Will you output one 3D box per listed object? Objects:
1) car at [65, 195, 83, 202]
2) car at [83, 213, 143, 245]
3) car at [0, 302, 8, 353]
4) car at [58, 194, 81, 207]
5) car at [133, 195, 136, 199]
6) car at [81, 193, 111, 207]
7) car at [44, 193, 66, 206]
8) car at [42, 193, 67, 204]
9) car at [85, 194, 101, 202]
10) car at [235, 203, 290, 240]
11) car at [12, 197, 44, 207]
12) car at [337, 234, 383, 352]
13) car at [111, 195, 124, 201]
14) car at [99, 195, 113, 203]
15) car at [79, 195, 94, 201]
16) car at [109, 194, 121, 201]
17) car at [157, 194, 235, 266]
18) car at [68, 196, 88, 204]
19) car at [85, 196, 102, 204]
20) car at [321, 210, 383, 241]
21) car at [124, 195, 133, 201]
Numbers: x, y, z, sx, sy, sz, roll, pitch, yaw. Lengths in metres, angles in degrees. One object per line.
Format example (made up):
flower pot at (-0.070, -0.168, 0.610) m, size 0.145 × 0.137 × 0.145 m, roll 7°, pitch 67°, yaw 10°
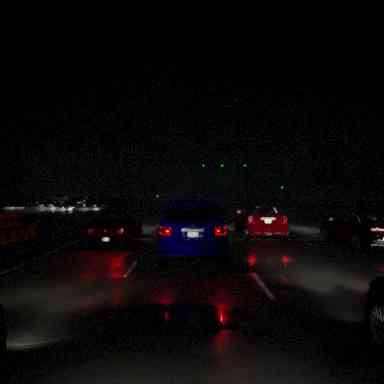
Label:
car at (-25.012, 1.433, 70.604) m, size 2.033 × 1.411 × 5.357 m, roll 0°, pitch 0°, yaw 0°
car at (-3.503, 1.615, 15.687) m, size 1.895 × 1.301 × 4.718 m, roll 0°, pitch 0°, yaw 0°
car at (-3.417, 1.358, 2.439) m, size 2.097 × 1.767 × 4.553 m, roll 0°, pitch 0°, yaw 0°
car at (-17.932, 1.429, 50.466) m, size 2.128 × 1.511 × 4.902 m, roll 0°, pitch 0°, yaw 0°
car at (-14.810, 1.348, 80.405) m, size 1.882 × 1.535 × 5.008 m, roll 0°, pitch 0°, yaw -3°
car at (-14.449, 1.159, 50.358) m, size 2.150 × 2.045 × 5.566 m, roll 0°, pitch 0°, yaw -1°
car at (-21.424, 1.155, 52.429) m, size 2.150 × 2.045 × 5.566 m, roll 0°, pitch 0°, yaw 0°
car at (-24.934, 1.137, 60.489) m, size 2.150 × 2.045 × 5.566 m, roll 0°, pitch 0°, yaw 0°
car at (-21.524, 1.244, 72.289) m, size 2.097 × 1.767 × 4.553 m, roll 0°, pitch 0°, yaw 0°
car at (3.484, 1.364, 17.363) m, size 2.097 × 1.767 × 4.553 m, roll 0°, pitch 0°, yaw 0°
car at (-24.924, 1.486, 50.103) m, size 2.033 × 1.411 × 5.357 m, roll 0°, pitch 0°, yaw 0°
car at (3.580, 1.499, 3.189) m, size 2.128 × 1.511 × 4.902 m, roll 0°, pitch 0°, yaw 0°
car at (-14.438, 1.461, 61.060) m, size 2.033 × 1.411 × 5.357 m, roll 0°, pitch 0°, yaw 0°
car at (-18.004, 1.394, 69.828) m, size 1.837 × 1.490 × 4.892 m, roll 0°, pitch 0°, yaw 0°
car at (-25.313, 1.397, 80.010) m, size 2.128 × 1.511 × 4.902 m, roll 0°, pitch 0°, yaw -3°
car at (-18.200, 1.351, 79.067) m, size 1.882 × 1.535 × 5.008 m, roll 0°, pitch 0°, yaw -3°
car at (0.017, 1.244, 11.810) m, size 2.150 × 2.045 × 5.566 m, roll 0°, pitch 0°, yaw 0°
car at (-21.451, 1.458, 62.773) m, size 2.033 × 1.411 × 5.357 m, roll 0°, pitch 0°, yaw 0°
car at (-17.935, 1.440, 60.625) m, size 1.812 × 1.442 × 4.674 m, roll 0°, pitch 0°, yaw 0°
car at (7.007, 1.511, 13.837) m, size 2.128 × 1.511 × 4.902 m, roll 0°, pitch 0°, yaw 0°
car at (-14.514, 1.431, 70.946) m, size 2.033 × 1.411 × 5.357 m, roll 0°, pitch 0°, yaw 0°
